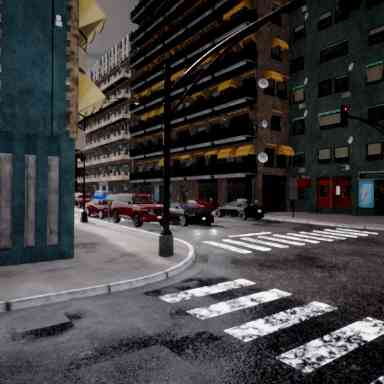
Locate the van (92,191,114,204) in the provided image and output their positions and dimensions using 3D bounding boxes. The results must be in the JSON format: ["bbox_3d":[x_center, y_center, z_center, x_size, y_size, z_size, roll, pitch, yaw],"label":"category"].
[{"bbox_3d":[-12.769,0.727,47.735,1.690,1.788,3.998,2,0,-36],"label":"van"}]

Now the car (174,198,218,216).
[{"bbox_3d":[0.287,1.289,29.681,1.802,1.307,4.206,2,0,-36],"label":"car"}]

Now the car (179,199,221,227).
[{"bbox_3d":[-0.473,1.321,20.833,1.994,1.385,4.181,1,0,-36],"label":"car"}]

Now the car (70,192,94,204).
[{"bbox_3d":[-15.652,0.823,47.192,1.882,1.535,5.008,1,0,-36],"label":"car"}]

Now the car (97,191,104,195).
[{"bbox_3d":[-6.054,0.971,28.557,2.097,1.767,4.553,1,0,-36],"label":"car"}]

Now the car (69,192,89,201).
[{"bbox_3d":[-19.304,0.770,56.760,1.887,1.381,4.507,2,0,-36],"label":"car"}]

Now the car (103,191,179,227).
[{"bbox_3d":[-3.252,1.034,20.288,2.192,1.841,5.009,2,0,-36],"label":"car"}]

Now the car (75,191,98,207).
[{"bbox_3d":[-12.085,0.948,36.906,1.882,1.535,5.008,1,0,-36],"label":"car"}]

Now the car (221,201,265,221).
[{"bbox_3d":[3.553,1.353,25.168,1.947,1.339,4.313,2,0,-36],"label":"car"}]

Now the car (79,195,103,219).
[{"bbox_3d":[-6.524,1.183,24.801,1.887,1.381,4.507,2,0,-36],"label":"car"}]
